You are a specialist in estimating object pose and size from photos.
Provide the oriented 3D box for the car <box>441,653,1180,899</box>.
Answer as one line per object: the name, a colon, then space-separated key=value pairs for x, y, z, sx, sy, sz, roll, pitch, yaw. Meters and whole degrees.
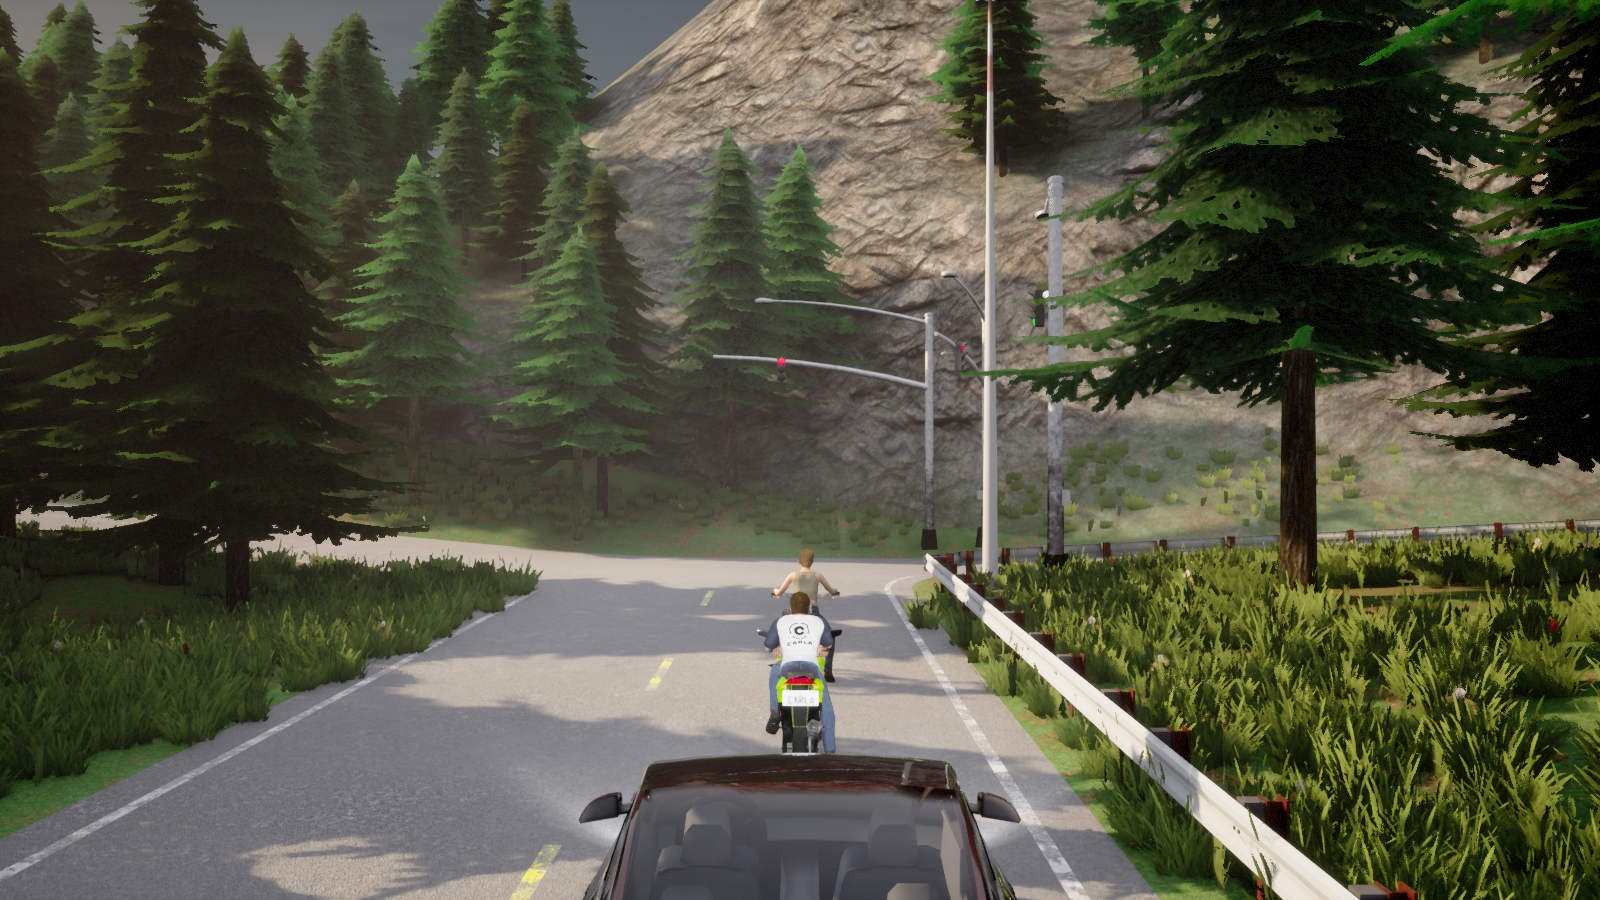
car: x=0.029 y=2.063 z=5.012 sx=2.163 sy=1.488 sz=4.792 roll=0 pitch=0 yaw=0

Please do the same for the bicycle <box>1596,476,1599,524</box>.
bicycle: x=21.727 y=1.355 z=29.474 sx=1.835 sy=1.471 sz=0.329 roll=-5 pitch=-2 yaw=26

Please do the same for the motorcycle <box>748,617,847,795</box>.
motorcycle: x=-0.020 y=2.213 z=10.238 sx=0.803 sy=1.145 sz=2.033 roll=0 pitch=0 yaw=0
